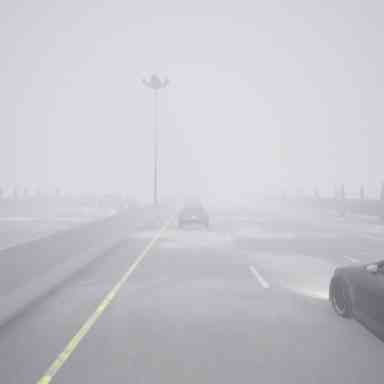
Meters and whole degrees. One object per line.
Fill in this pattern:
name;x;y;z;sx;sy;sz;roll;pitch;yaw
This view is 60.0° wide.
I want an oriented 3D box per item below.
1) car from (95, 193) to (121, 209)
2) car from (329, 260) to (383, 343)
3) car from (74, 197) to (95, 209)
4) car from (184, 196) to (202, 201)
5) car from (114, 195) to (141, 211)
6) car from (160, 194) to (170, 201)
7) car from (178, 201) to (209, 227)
car;-10.565;1.118;43.585;2.150;2.045;5.566;0;0;0
car;3.603;1.553;4.688;1.994;1.385;4.181;0;0;0
car;-14.061;1.398;44.192;1.837;1.490;4.892;0;1;0
car;0.120;1.257;40.142;2.097;1.767;4.553;0;0;0
car;-7.070;1.402;38.423;2.128;1.511;4.902;0;0;0
car;-6.417;1.157;78.858;2.097;1.767;4.553;0;0;2
car;0.112;1.511;22.402;1.994;1.385;4.181;0;0;0
